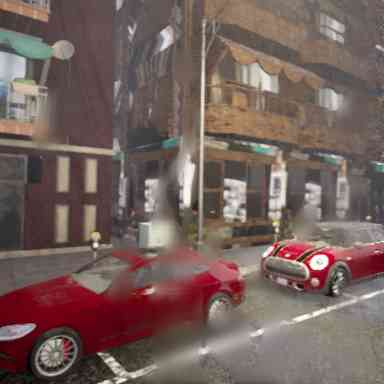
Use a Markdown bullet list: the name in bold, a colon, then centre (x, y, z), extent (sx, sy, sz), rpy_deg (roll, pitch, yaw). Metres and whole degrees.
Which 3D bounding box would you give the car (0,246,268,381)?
- **car**: centre (-0.935, 1.607, 5.422), extent (4.206, 1.307, 1.802), rpy_deg (1, 0, -35)

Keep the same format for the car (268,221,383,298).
- **car**: centre (3.684, 1.529, 8.714), extent (4.097, 1.590, 1.967), rpy_deg (1, 0, -35)
